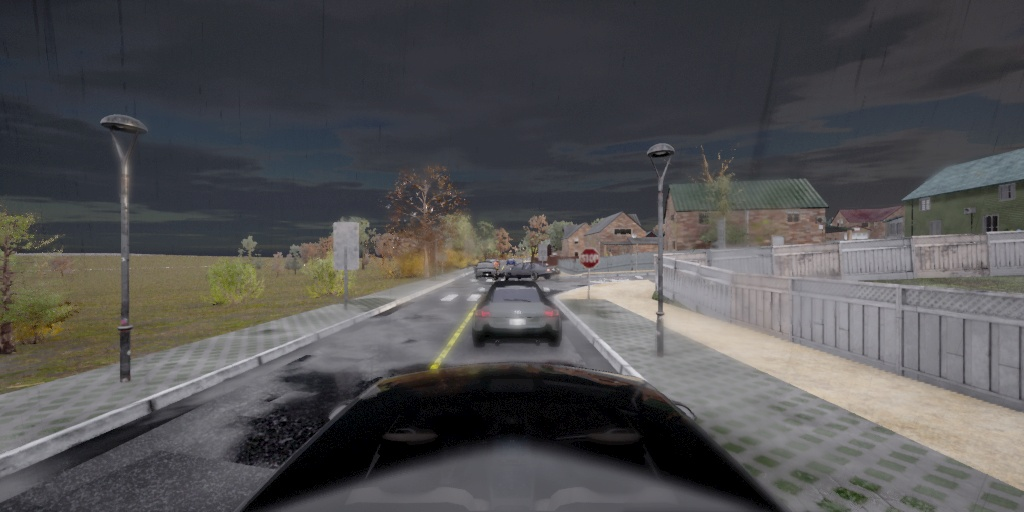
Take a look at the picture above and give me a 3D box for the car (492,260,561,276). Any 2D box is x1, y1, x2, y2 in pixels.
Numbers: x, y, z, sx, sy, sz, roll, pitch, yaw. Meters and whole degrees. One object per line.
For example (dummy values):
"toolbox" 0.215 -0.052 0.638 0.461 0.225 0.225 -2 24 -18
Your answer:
"car" 1.263 1.198 28.320 5.357 1.411 2.033 -4 -3 43

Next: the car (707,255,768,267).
"car" 14.329 0.413 22.734 4.181 1.385 1.994 -3 0 16

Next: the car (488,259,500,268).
"car" -2.998 1.256 61.075 1.882 1.535 5.008 0 0 0

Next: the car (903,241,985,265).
"car" 23.836 -0.208 20.338 4.902 1.511 2.128 -3 0 14

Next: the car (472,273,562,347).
"car" 0.081 1.313 9.302 1.994 1.385 4.181 0 0 -1

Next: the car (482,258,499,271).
"car" -2.985 1.121 51.038 2.097 1.767 4.553 0 0 0

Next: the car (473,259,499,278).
"car" -2.333 1.258 31.222 1.837 1.490 4.892 0 0 -8
